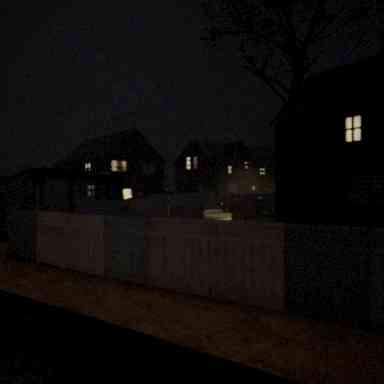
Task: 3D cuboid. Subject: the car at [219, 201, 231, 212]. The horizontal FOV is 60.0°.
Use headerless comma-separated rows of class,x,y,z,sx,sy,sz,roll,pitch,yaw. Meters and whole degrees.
car,4.578,0.990,28.763,4.718,1.301,1.895,-2,1,-41
